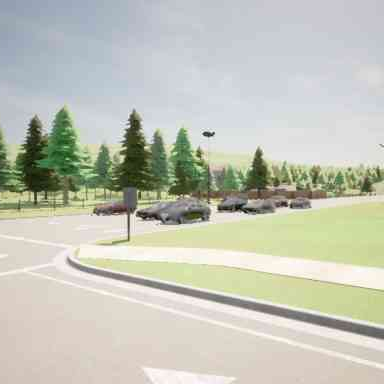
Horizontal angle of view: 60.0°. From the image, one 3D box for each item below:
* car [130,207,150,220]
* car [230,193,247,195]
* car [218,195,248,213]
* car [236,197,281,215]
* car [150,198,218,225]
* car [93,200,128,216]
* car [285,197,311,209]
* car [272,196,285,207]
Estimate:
[{"bbox_3d":[-2.294,1.547,27.913,2.033,1.411,5.357,0,0,36],"label":"car"},{"bbox_3d":[6.906,1.223,52.224,2.150,2.045,5.566,0,0,36],"label":"car"},{"bbox_3d":[4.706,1.478,37.452,1.882,1.535,5.008,0,0,36],"label":"car"},{"bbox_3d":[7.068,1.548,34.758,2.033,1.411,5.357,0,0,36],"label":"car"},{"bbox_3d":[-0.459,1.491,24.492,2.128,1.511,4.902,0,0,36],"label":"car"},{"bbox_3d":[-7.498,1.525,32.640,1.812,1.442,4.674,0,0,36],"label":"car"},{"bbox_3d":[14.745,1.506,45.186,1.837,1.490,4.892,0,0,37],"label":"car"},{"bbox_3d":[12.041,1.352,47.411,2.097,1.767,4.553,0,0,37],"label":"car"}]
